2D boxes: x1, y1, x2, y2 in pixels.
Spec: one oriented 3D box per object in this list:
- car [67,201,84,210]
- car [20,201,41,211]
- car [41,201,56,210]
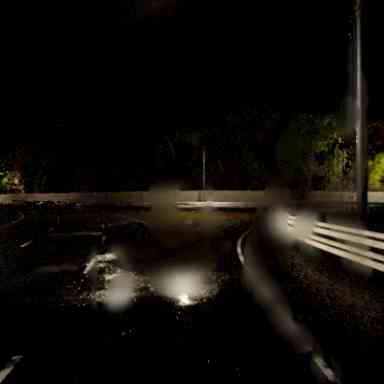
[{"bbox_3d":[-19.874,2.263,56.549,2.128,1.511,4.902,1,-1,-34],"label":"car"},{"bbox_3d":[-26.527,2.243,53.874,1.837,1.490,4.892,1,-1,-38],"label":"car"},{"bbox_3d":[-25.143,2.296,57.923,1.837,1.490,4.892,1,-2,-37],"label":"car"}]
